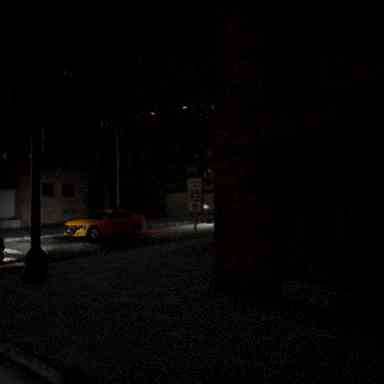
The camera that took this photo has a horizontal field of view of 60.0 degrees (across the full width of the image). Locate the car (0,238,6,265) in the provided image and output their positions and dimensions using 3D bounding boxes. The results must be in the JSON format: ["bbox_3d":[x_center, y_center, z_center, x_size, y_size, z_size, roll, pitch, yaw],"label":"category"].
[{"bbox_3d":[-6.867,1.660,8.916,1.895,1.301,4.718,1,-2,-7],"label":"car"}]

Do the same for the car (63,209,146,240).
[{"bbox_3d":[-4.828,1.741,18.953,1.882,1.535,5.008,0,-1,36],"label":"car"}]
